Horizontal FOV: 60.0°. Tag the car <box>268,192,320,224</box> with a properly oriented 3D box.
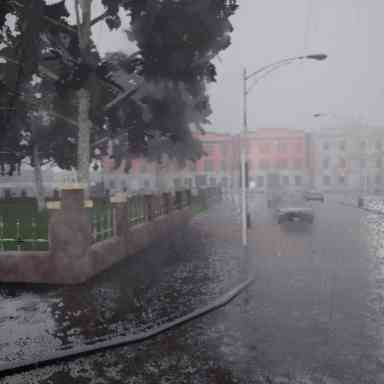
[{"bbox_3d":[5.768,0.935,19.416,2.033,1.411,5.357,-1,1,11],"label":"car"}]

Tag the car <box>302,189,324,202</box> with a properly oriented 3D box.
[{"bbox_3d":[13.232,0.369,36.912,1.994,1.385,4.181,-1,1,9],"label":"car"}]

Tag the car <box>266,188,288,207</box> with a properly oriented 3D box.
[{"bbox_3d":[7.682,0.449,29.372,2.097,1.767,4.553,-1,1,11],"label":"car"}]
